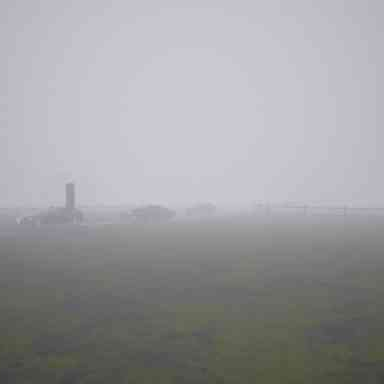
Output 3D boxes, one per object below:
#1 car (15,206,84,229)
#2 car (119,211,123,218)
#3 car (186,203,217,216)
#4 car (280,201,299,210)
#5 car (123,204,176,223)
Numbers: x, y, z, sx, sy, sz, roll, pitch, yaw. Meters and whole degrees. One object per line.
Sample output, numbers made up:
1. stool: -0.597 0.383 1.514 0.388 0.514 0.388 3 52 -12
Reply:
1. car: -10.335 1.824 24.531 2.128 1.511 4.902 -2 -2 35
2. car: -4.782 2.053 32.388 1.895 1.301 4.718 -2 -2 35
3. car: 1.172 2.057 40.800 1.882 1.535 5.008 -2 -2 35
4. car: 17.190 2.352 58.382 2.033 1.411 5.357 -2 -2 36
5. car: -3.367 1.871 29.280 1.837 1.490 4.892 -2 -2 35
